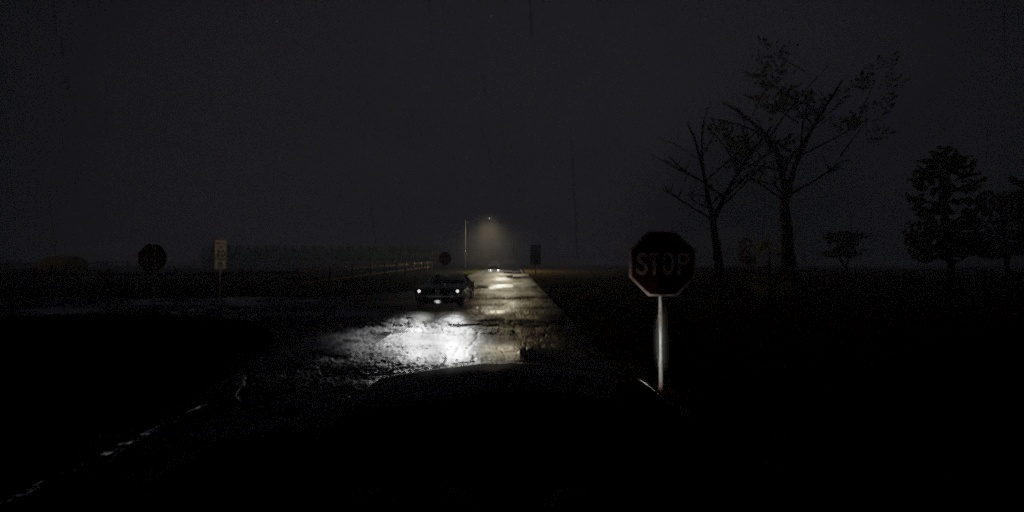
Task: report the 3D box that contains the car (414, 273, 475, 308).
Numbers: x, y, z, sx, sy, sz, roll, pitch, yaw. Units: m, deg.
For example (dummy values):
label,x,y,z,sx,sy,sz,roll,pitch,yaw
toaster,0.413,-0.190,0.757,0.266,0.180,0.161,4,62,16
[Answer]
label,x,y,z,sx,sy,sz,roll,pitch,yaw
car,-2.760,1.403,15.560,1.895,1.301,4.718,0,0,0

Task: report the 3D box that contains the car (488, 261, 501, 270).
label,x,y,z,sx,sy,sz,roll,pitch,yaw
car,-2.789,1.449,57.665,2.033,1.411,5.357,0,0,0
